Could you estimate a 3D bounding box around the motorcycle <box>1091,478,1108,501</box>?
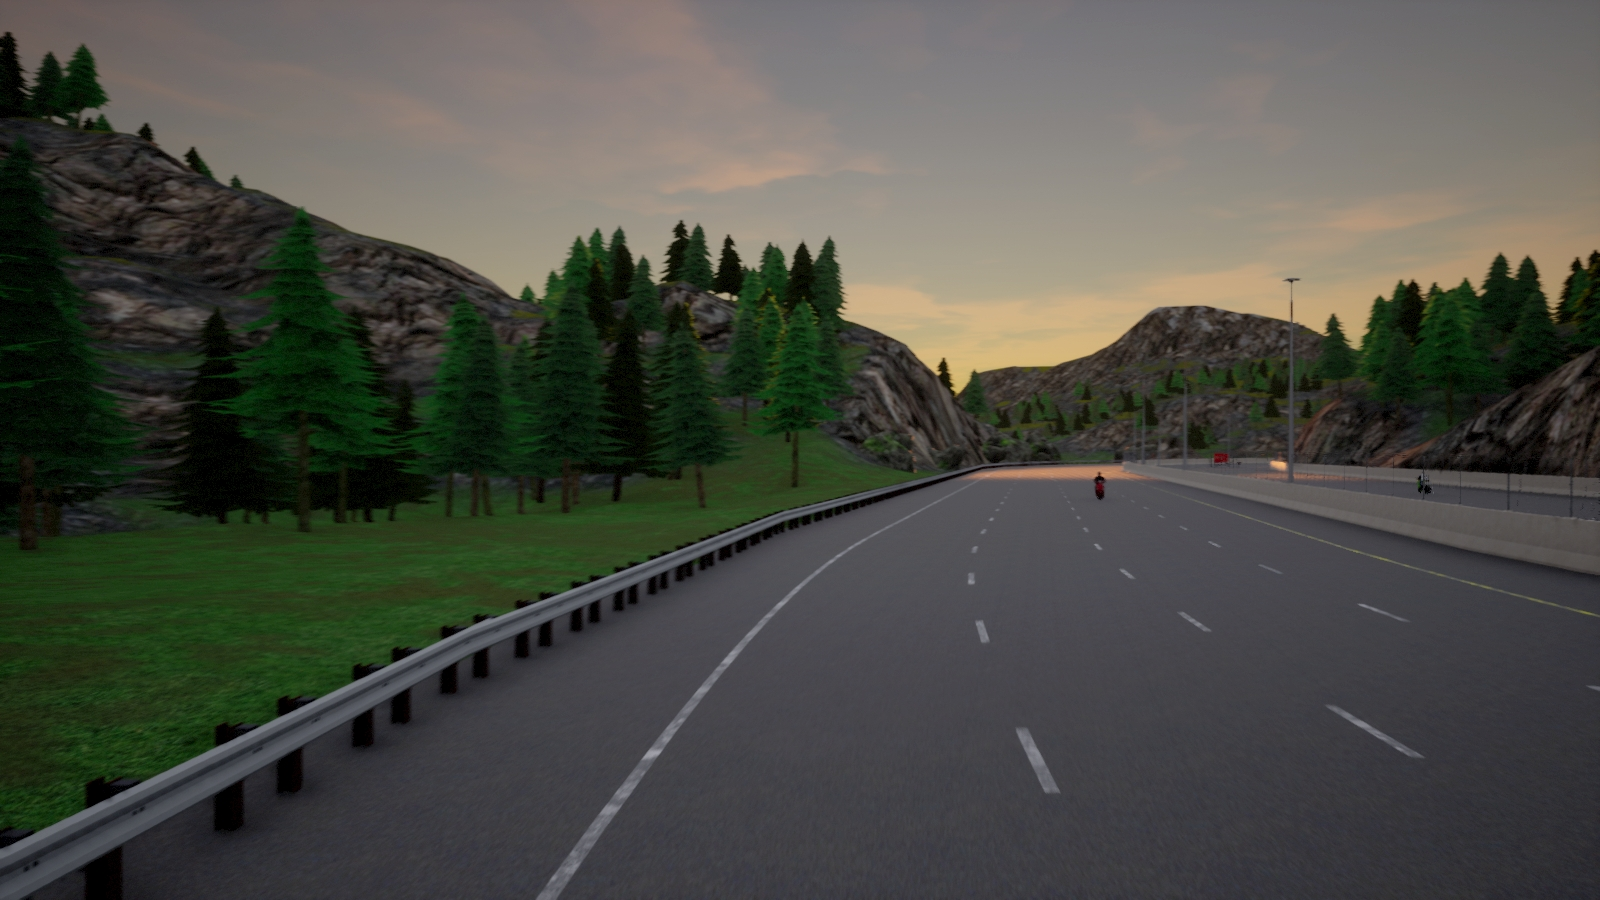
[{"bbox_3d":[16.858,2.217,64.301,0.856,1.236,1.805,0,0,12],"label":"motorcycle"}]
